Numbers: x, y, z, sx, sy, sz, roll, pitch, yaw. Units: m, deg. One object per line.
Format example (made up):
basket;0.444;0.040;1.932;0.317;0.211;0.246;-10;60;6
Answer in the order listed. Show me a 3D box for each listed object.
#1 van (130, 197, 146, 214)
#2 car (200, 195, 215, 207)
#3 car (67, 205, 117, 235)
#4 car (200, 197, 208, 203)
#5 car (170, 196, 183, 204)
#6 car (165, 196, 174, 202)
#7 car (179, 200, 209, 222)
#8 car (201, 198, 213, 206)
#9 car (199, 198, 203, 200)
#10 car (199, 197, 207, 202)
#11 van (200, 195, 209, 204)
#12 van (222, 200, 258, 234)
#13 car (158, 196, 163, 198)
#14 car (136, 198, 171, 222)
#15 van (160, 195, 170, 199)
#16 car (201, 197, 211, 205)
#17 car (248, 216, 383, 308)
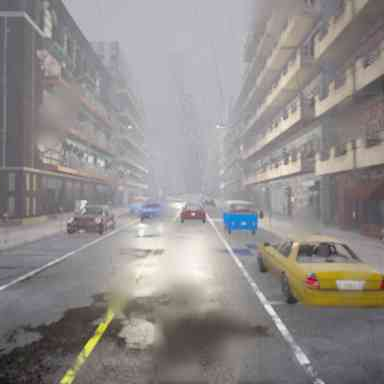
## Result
van;-5.674;1.457;36.220;1.690;1.788;3.998;1;0;0
car;2.671;1.606;53.159;1.967;1.590;4.097;1;0;0
car;-5.676;1.503;19.206;1.967;1.590;4.097;1;0;0
car;2.670;1.813;75.841;1.802;1.307;4.206;1;0;0
car;-3.000;1.678;69.132;1.882;1.535;5.008;0;0;0
car;-5.767;1.814;87.251;2.008;1.369;4.403;1;0;0
car;0.100;1.651;27.095;1.994;1.385;4.181;0;0;0
car;2.669;1.748;58.829;1.947;1.339;4.313;1;0;0
car;0.102;1.733;42.152;1.895;1.301;4.718;0;0;0
car;2.669;1.829;81.512;1.802;1.307;4.206;1;0;0
van;2.673;1.556;70.171;1.690;1.788;3.998;1;0;0
van;2.672;1.403;19.137;1.690;1.788;3.998;1;0;0
car;-5.678;1.694;47.561;1.887;1.381;4.507;1;0;0
car;-3.099;1.567;27.686;1.882;1.535;5.008;0;0;0
van;-5.674;1.541;64.573;1.690;1.788;3.998;1;0;0
car;2.670;1.725;64.670;1.752;1.417;4.829;1;0;0
car;2.691;1.552;7.965;1.752;1.417;4.829;1;0;0
